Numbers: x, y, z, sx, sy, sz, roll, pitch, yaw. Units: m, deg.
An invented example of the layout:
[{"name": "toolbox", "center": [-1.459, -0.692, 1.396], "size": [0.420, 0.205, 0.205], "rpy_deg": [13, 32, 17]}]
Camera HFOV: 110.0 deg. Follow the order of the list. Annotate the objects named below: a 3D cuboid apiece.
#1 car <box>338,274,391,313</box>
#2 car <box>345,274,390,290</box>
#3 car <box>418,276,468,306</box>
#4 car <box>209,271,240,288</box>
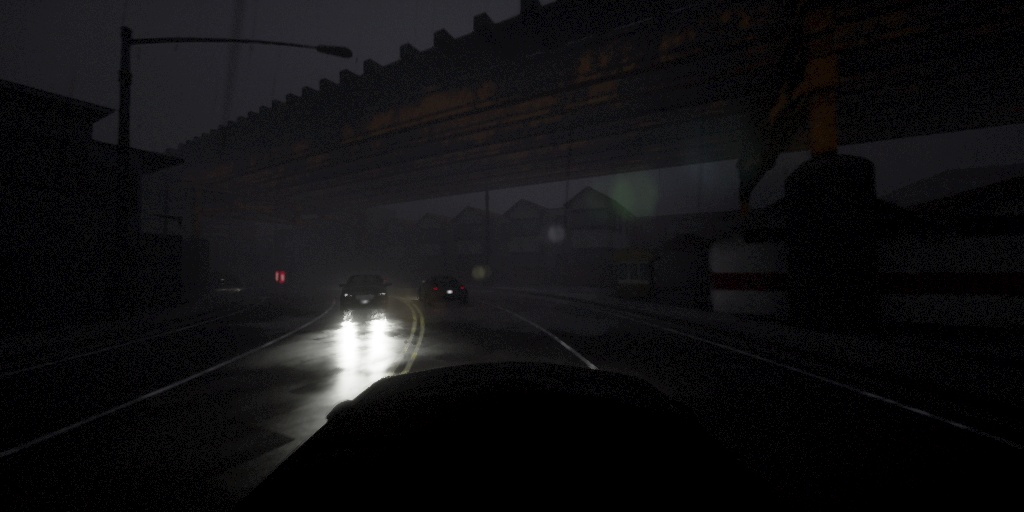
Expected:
[{"name": "car", "center": [-6.667, 1.604, 16.310], "size": [2.128, 1.511, 4.902], "rpy_deg": [0, -2, -22]}, {"name": "car", "center": [-13.853, 2.437, 34.209], "size": [5.357, 1.411, 2.033], "rpy_deg": [-3, -3, 45]}, {"name": "car", "center": [-3.667, 1.718, 18.658], "size": [1.994, 1.385, 4.181], "rpy_deg": [0, -2, -22]}, {"name": "car", "center": [-36.042, 2.915, 44.308], "size": [5.566, 2.045, 2.150], "rpy_deg": [-2, -2, 28]}]
